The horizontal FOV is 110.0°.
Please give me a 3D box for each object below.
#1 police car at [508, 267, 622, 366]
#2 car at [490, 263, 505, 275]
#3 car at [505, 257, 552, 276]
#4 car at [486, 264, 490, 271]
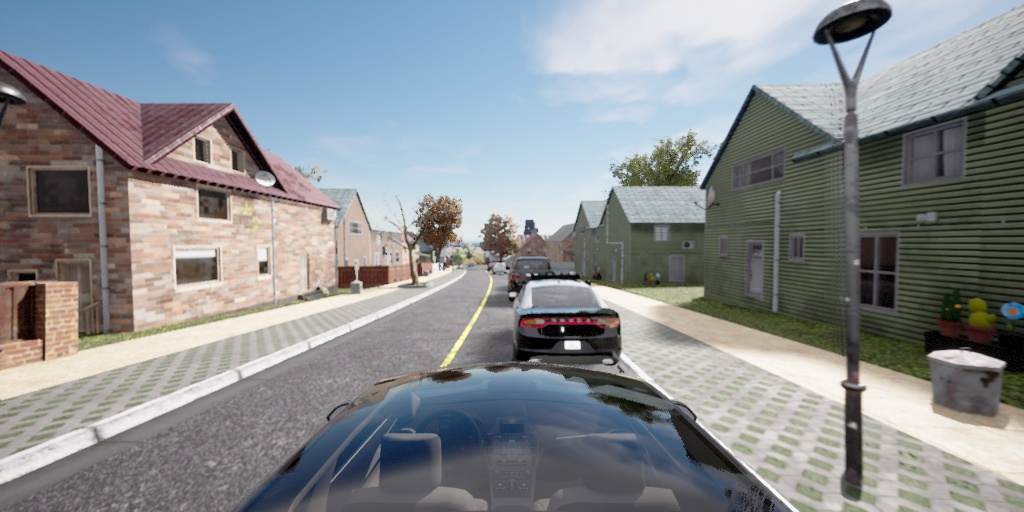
[{"bbox_3d":[0.963,1.210,8.205,1.930,1.638,5.238,0,0,0],"label":"police car"},{"bbox_3d":[-1.592,1.683,47.318,1.812,1.442,4.674,0,-1,-5],"label":"car"},{"bbox_3d":[0.883,1.082,18.191,2.150,2.045,5.566,0,-1,-1],"label":"car"},{"bbox_3d":[-3.194,1.867,61.231,1.812,1.442,4.674,0,-1,-8],"label":"car"}]
